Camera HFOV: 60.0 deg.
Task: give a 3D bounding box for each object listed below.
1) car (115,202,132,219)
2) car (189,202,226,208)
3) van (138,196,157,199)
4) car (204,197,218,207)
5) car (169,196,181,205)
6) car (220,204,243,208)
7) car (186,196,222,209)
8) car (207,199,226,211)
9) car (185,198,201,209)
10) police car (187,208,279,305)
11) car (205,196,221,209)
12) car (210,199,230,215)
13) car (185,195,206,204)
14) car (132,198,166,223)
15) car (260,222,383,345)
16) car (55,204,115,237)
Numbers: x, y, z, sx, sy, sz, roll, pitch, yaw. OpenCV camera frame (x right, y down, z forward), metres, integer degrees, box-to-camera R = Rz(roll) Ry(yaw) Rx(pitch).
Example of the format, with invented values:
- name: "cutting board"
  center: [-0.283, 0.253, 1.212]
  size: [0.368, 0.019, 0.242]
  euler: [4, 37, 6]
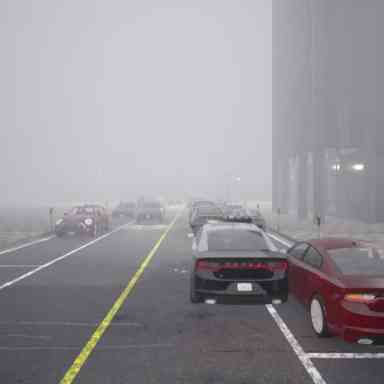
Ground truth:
- name: "car"
  center: [-5.677, 1.555, 29.037]
  size: [1.947, 1.339, 4.313]
  euler: [0, 0, 0]
- name: "car"
  center: [0.891, 1.501, 18.190]
  size: [1.837, 1.490, 4.892]
  euler: [0, 0, 0]
- name: "van"
  center: [-5.643, 1.321, 40.318]
  size: [1.690, 1.788, 3.998]
  euler: [0, 0, 0]
- name: "car"
  center: [2.918, 1.519, 51.575]
  size: [2.008, 1.369, 4.403]
  euler: [0, 0, 0]
- name: "car"
  center: [-2.829, 1.454, 55.991]
  size: [2.128, 1.511, 4.902]
  euler: [0, 0, 0]
- name: "car"
  center: [2.813, 1.546, 17.730]
  size: [2.008, 1.369, 4.403]
  euler: [0, 0, 0]
- name: "car"
  center: [0.821, 1.344, 24.161]
  size: [2.097, 1.767, 4.553]
  euler: [0, 0, 0]
- name: "car"
  center: [2.883, 1.530, 40.293]
  size: [2.008, 1.369, 4.403]
  euler: [0, 0, 0]
- name: "car"
  center: [0.169, 1.521, 45.849]
  size: [2.033, 1.411, 5.357]
  euler: [0, 0, 1]
- name: "police car"
  center: [0.911, 1.426, 8.300]
  size: [1.930, 1.638, 5.238]
  euler: [0, 0, 0]
- name: "car"
  center: [2.900, 1.414, 45.934]
  size: [1.967, 1.590, 4.097]
  euler: [0, 0, 0]
- name: "car"
  center: [2.866, 1.510, 34.822]
  size: [1.752, 1.417, 4.829]
  euler: [0, 0, 0]
- name: "car"
  center: [0.762, 1.442, 64.739]
  size: [1.882, 1.535, 5.008]
  euler: [0, 0, 32]
- name: "car"
  center: [-3.023, 1.496, 25.263]
  size: [1.837, 1.490, 4.892]
  euler: [0, 0, 0]
- name: "car"
  center: [2.778, 1.544, 6.449]
  size: [1.887, 1.381, 4.507]
  euler: [0, 0, 0]
- name: "car"
  center: [-5.713, 1.435, 17.754]
  size: [1.967, 1.590, 4.097]
  euler: [0, 0, 0]
